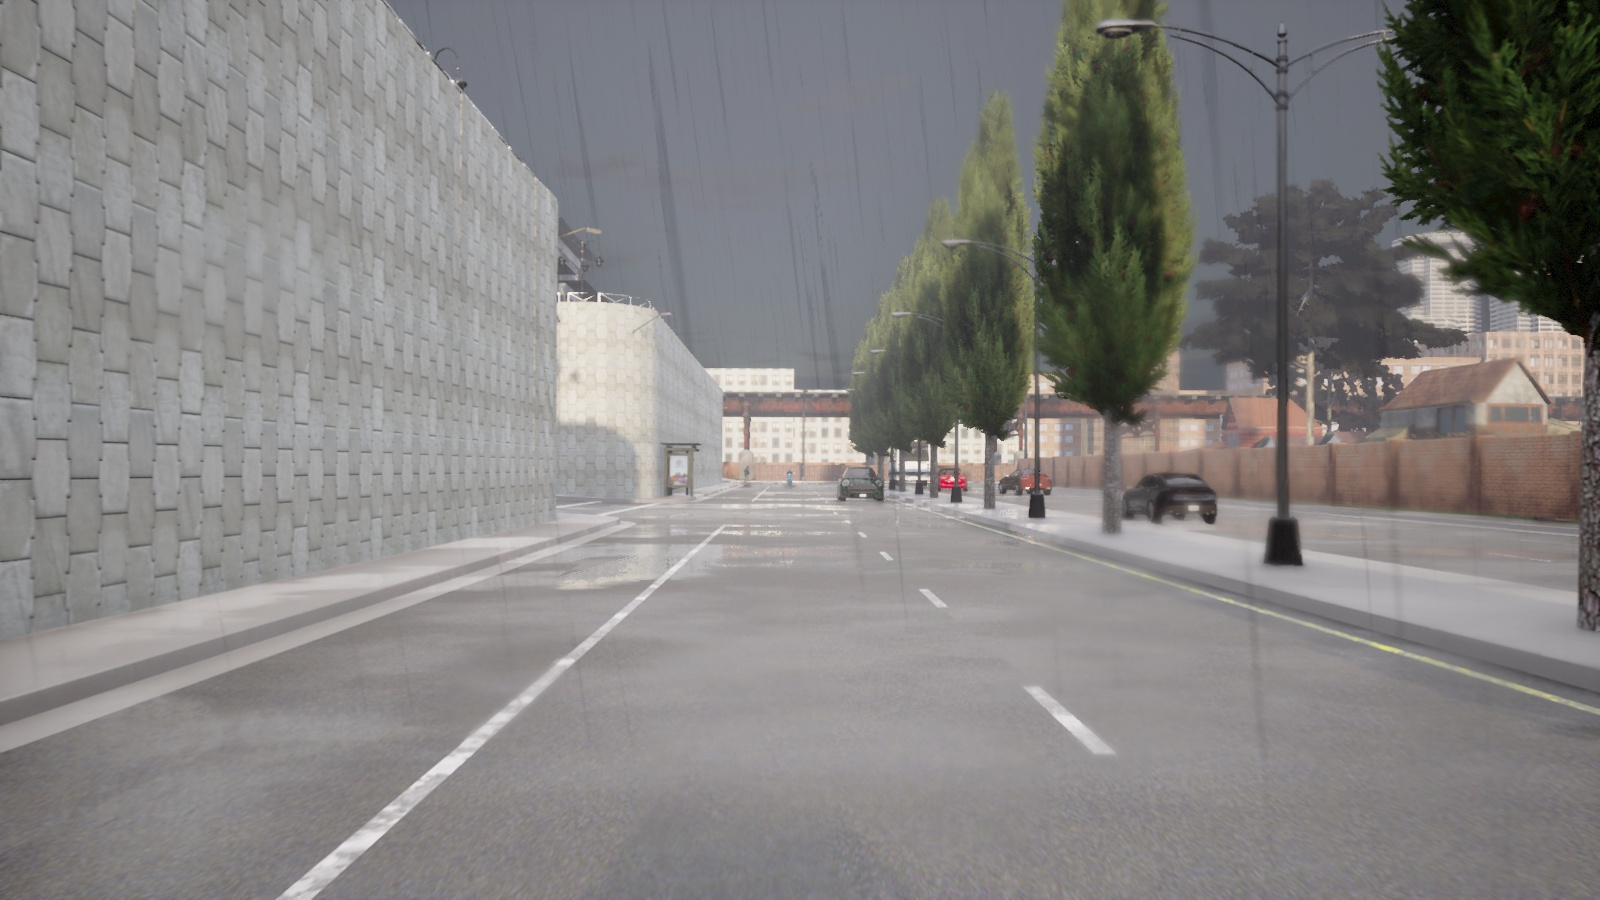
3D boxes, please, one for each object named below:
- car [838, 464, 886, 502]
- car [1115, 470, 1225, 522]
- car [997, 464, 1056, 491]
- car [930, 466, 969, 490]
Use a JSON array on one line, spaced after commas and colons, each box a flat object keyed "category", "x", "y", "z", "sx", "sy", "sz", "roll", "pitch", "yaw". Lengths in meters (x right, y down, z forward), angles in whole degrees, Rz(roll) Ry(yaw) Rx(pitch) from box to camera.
[{"category": "car", "x": 2.993, "y": 1.596, "z": 61.947, "sx": 2.097, "sy": 1.767, "sz": 4.553, "roll": 0, "pitch": -1, "yaw": -1}, {"category": "car", "x": 11.183, "y": 1.352, "z": 38.278, "sx": 1.837, "sy": 1.490, "sz": 4.892, "roll": 0, "pitch": -1, "yaw": -1}, {"category": "car", "x": 14.218, "y": 1.735, "z": 79.281, "sx": 2.152, "sy": 1.651, "sz": 5.027, "roll": 0, "pitch": -1, "yaw": -9}, {"category": "car", "x": 10.773, "y": 1.988, "z": 90.800, "sx": 2.242, "sy": 1.667, "sz": 4.611, "roll": 0, "pitch": -1, "yaw": -1}]
